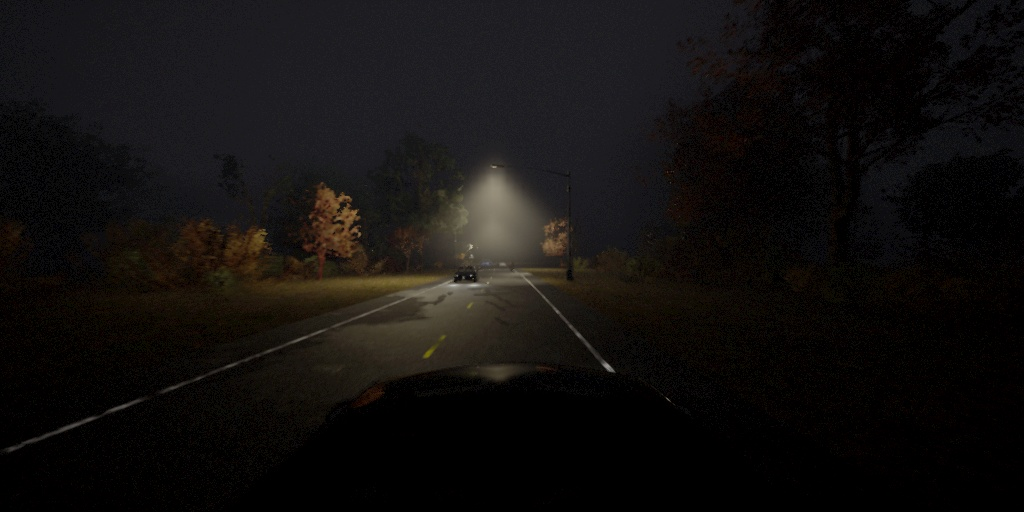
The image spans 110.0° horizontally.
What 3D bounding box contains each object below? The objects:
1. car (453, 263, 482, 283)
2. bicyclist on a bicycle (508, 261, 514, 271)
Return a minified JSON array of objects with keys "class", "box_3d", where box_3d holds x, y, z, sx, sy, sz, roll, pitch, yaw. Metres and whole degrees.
[{"class":"car","box_3d":[-3.879,1.521,30.962,1.837,1.490,4.892,0,-1,-1]},{"class":"bicyclist on a bicycle","box_3d":[0.112,1.643,51.640,0.582,1.620,1.656,0,-1,-2]}]
